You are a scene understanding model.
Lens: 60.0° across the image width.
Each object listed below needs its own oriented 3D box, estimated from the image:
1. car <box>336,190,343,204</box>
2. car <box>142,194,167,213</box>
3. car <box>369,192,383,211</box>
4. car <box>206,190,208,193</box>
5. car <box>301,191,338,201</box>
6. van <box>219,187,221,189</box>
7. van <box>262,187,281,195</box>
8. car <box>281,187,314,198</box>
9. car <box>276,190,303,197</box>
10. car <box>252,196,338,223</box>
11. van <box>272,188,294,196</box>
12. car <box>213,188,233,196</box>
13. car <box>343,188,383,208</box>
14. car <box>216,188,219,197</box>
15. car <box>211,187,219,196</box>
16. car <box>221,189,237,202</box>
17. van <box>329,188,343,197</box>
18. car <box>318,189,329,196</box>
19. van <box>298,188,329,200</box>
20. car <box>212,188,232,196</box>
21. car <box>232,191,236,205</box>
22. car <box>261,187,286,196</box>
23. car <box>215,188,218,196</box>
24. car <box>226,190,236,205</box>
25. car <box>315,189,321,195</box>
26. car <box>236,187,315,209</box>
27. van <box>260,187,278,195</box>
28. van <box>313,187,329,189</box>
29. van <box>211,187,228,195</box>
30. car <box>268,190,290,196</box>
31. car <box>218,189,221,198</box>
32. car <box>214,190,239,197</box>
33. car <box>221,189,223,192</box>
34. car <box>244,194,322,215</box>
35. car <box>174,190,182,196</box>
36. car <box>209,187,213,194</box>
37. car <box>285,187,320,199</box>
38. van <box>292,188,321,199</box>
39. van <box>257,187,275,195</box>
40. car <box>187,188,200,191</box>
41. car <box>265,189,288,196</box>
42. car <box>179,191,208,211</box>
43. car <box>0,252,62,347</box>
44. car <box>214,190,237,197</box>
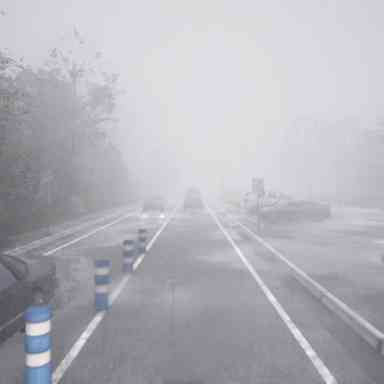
[{"bbox_3d":[19.993,0.846,38.899,4.792,1.488,2.163,0,1,0],"label":"car"},{"bbox_3d":[-3.302,0.986,29.955,1.837,1.490,4.892,0,0,0],"label":"car"},{"bbox_3d":[19.766,1.010,30.593,5.366,1.575,1.946,0,1,0],"label":"car"},{"bbox_3d":[7.417,-0.280,91.771,5.566,2.045,2.435,0,1,0],"label":"car"},{"bbox_3d":[20.144,0.548,52.737,5.008,1.535,2.097,0,1,0],"label":"car"},{"bbox_3d":[7.200,0.285,55.686,4.442,1.987,1.878,0,1,0],"label":"van"},{"bbox_3d":[20.537,-0.176,86.095,4.442,1.987,1.878,0,1,0],"label":"van"},{"bbox_3d":[20.204,0.131,63.812,5.566,2.045,2.435,0,1,0],"label":"car"},{"bbox_3d":[20.274,0.300,69.356,5.008,1.535,2.097,0,1,0],"label":"car"},{"bbox_3d":[6.772,1.244,22.396,4.792,1.488,2.163,0,1,0],"label":"car"},{"bbox_3d":[20.444,-0.011,75.016,4.442,1.987,1.878,0,1,0],"label":"van"},{"bbox_3d":[7.240,0.054,77.895,4.553,1.767,2.185,0,1,0],"label":"car"},{"bbox_3d":[20.027,0.630,36.123,5.566,2.045,2.435,0,1,0],"label":"car"},{"bbox_3d":[7.078,0.499,58.466,4.792,1.488,2.163,0,1,0],"label":"car"},{"bbox_3d":[6.992,0.342,66.795,5.366,1.575,1.946,0,1,0],"label":"car"},{"bbox_3d":[6.782,0.752,41.945,5.366,1.575,1.946,0,1,0],"label":"car"},{"bbox_3d":[20.163,0.524,41.785,4.442,1.987,1.878,0,1,0],"label":"van"},{"bbox_3d":[20.098,0.720,44.562,4.792,1.488,2.163,0,1,1],"label":"car"},{"bbox_3d":[20.278,0.281,55.502,4.442,1.987,1.878,0,1,0],"label":"van"},{"bbox_3d":[7.263,0.012,80.670,4.553,1.767,2.185,0,1,0],"label":"car"},{"bbox_3d":[6.902,0.953,33.497,4.892,1.521,2.231,0,1,0],"label":"car"},{"bbox_3d":[20.369,-0.160,83.326,5.566,2.045,2.435,0,1,0],"label":"car"},{"bbox_3d":[7.101,0.458,61.242,4.792,1.488,2.163,0,1,0],"label":"car"},{"bbox_3d":[6.734,0.883,36.273,5.366,1.575,1.946,0,1,0],"label":"car"},{"bbox_3d":[20.121,0.669,47.201,4.792,1.488,2.163,0,1,0],"label":"car"},{"bbox_3d":[6.877,0.832,27.939,5.566,2.045,2.435,0,1,0],"label":"car"},{"bbox_3d":[20.560,-0.216,88.740,4.442,1.987,1.878,0,1,0],"label":"van"},{"bbox_3d":[20.007,0.367,49.949,4.442,1.987,1.878,0,1,0],"label":"van"},{"bbox_3d":[7.248,-0.213,88.997,4.442,1.987,1.878,0,1,0],"label":"van"},{"bbox_3d":[20.347,0.216,77.665,4.674,1.452,2.002,0,1,0],"label":"car"},{"bbox_3d":[7.089,0.582,52.914,4.792,1.488,2.163,0,1,0],"label":"car"},{"bbox_3d":[7.207,0.305,69.569,4.892,1.521,2.231,0,1,0],"label":"car"},{"bbox_3d":[7.007,0.645,47.362,4.892,1.521,2.231,0,1,0],"label":"car"},{"bbox_3d":[6.831,1.149,25.170,5.008,1.535,2.097,0,1,0],"label":"car"},{"bbox_3d":[-3.030,0.175,76.132,2.033,1.411,5.357,0,1,0],"label":"car"},{"bbox_3d":[7.062,0.218,75.122,5.366,1.575,1.946,0,1,0],"label":"car"},{"bbox_3d":[20.181,0.173,61.042,5.566,2.045,2.435,0,1,0],"label":"car"},{"bbox_3d":[20.068,0.240,58.274,4.442,1.987,1.878,0,1,0],"label":"van"},{"bbox_3d":[20.351,-0.259,91.645,4.442,1.987,1.878,0,0,0],"label":"van"},{"bbox_3d":[0.153,0.408,46.295,2.150,2.045,5.566,0,1,0],"label":"car"},{"bbox_3d":[20.367,0.134,80.435,5.008,1.535,2.097,0,1,0],"label":"car"},{"bbox_3d":[0.115,0.937,31.780,2.128,1.511,4.902,0,1,0],"label":"car"},{"bbox_3d":[-3.351,1.509,3.925,2.033,1.411,5.357,0,1,0],"label":"car"},{"bbox_3d":[7.218,0.263,72.345,4.892,1.521,2.231,0,1,0],"label":"car"}]
